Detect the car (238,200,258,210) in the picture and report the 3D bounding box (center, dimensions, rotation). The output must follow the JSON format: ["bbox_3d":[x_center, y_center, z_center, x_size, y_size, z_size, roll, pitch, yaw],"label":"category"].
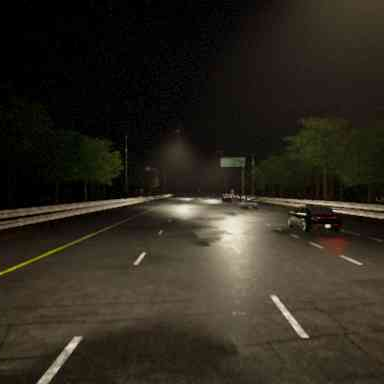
[{"bbox_3d":[7.073,1.615,42.415,1.895,1.301,4.718,0,0,0],"label":"car"}]

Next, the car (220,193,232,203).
[{"bbox_3d":[7.226,1.536,69.860,2.128,1.511,4.902,0,0,0],"label":"car"}]

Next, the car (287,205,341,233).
[{"bbox_3d":[7.009,1.513,19.570,1.837,1.490,4.892,0,0,0],"label":"car"}]
